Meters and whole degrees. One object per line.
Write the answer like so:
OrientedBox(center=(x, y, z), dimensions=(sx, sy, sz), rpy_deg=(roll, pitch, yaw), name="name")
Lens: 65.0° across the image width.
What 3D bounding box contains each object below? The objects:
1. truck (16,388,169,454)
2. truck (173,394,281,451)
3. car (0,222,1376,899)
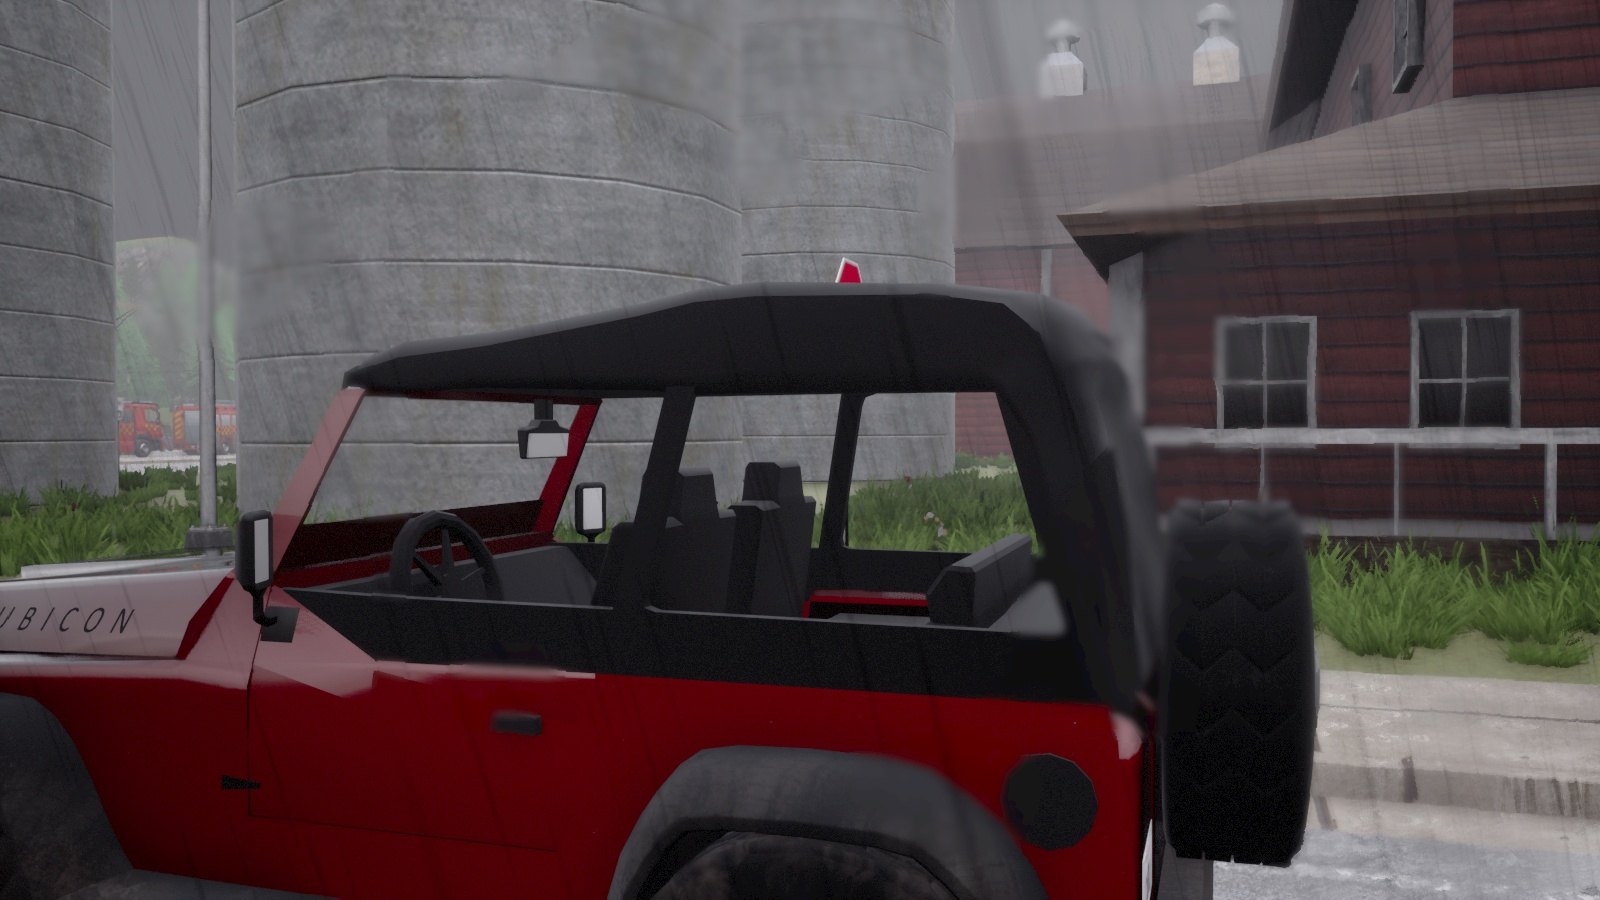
OrientedBox(center=(-43.146, -1.732, 76.966), dimensions=(2.891, 3.827, 8.468), rpy_deg=(1, 1, 18), name="truck")
OrientedBox(center=(-40.253, -1.908, 88.614), dimensions=(2.891, 3.827, 8.468), rpy_deg=(0, 1, 7), name="truck")
OrientedBox(center=(-0.671, 0.565, 3.415), dimensions=(3.866, 1.878, 1.905), rpy_deg=(1, 1, 19), name="car")
